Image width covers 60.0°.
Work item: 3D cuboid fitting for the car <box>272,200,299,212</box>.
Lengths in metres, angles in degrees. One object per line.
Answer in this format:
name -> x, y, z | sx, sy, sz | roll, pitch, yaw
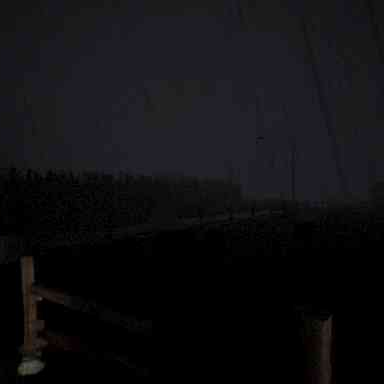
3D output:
car -> 11.122, 1.638, 39.796 | 2.033, 1.411, 5.357 | 0, 0, 34
